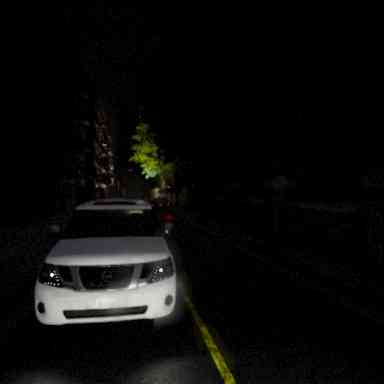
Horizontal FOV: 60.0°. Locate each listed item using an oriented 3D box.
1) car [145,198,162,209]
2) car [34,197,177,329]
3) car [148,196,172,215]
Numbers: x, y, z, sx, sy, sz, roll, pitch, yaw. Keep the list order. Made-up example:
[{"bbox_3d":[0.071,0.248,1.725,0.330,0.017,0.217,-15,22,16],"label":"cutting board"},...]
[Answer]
[{"bbox_3d":[-5.337,1.523,45.298,1.994,1.385,4.181,0,0,-11],"label":"car"},{"bbox_3d":[-1.703,1.212,7.430,2.150,2.045,5.566,0,0,-10],"label":"car"},{"bbox_3d":[-3.450,1.321,34.763,2.097,1.767,4.553,0,0,-10],"label":"car"}]
